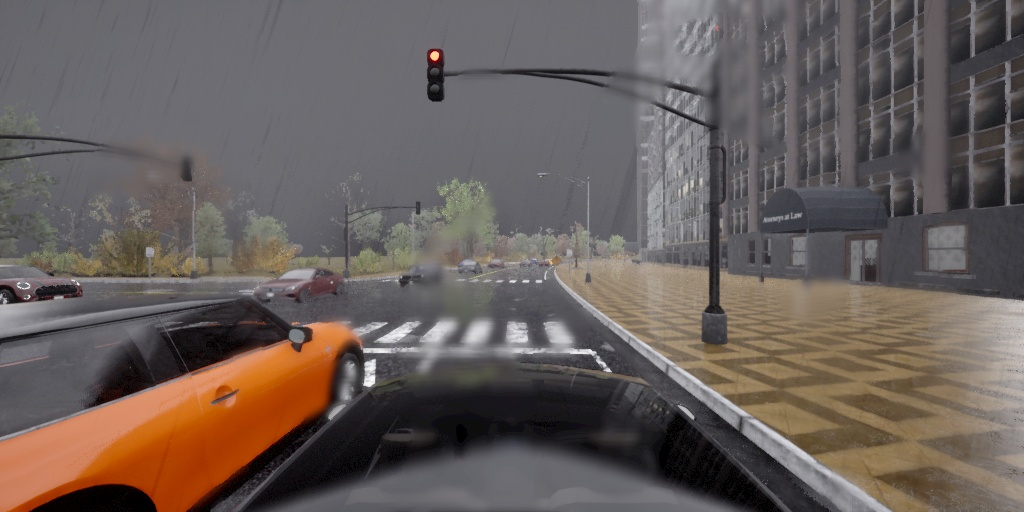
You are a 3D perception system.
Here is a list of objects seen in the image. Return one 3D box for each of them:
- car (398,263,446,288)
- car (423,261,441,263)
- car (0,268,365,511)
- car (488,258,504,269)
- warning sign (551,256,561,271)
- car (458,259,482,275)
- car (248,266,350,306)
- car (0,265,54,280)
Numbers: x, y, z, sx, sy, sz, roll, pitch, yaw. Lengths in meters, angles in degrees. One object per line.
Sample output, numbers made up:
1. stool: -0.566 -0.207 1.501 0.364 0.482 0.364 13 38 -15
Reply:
1. car: -5.855 1.348 23.733 1.895 1.301 4.718 0 0 4
2. car: -8.143 1.238 35.987 2.128 1.511 4.902 0 0 6
3. car: -3.103 1.102 3.187 2.097 1.767 4.553 0 0 0
4. car: -2.448 1.229 55.791 1.882 1.535 5.008 0 0 9
5. warning sign: 5.451 0.868 44.118 1.300 1.860 1.060 0 0 7
6. car: -4.525 1.274 39.506 1.812 1.442 4.674 0 0 6
7. car: -9.479 1.273 16.523 1.812 1.442 4.674 0 0 2
8. car: -20.969 1.159 14.958 4.553 1.767 2.097 0 0 4
